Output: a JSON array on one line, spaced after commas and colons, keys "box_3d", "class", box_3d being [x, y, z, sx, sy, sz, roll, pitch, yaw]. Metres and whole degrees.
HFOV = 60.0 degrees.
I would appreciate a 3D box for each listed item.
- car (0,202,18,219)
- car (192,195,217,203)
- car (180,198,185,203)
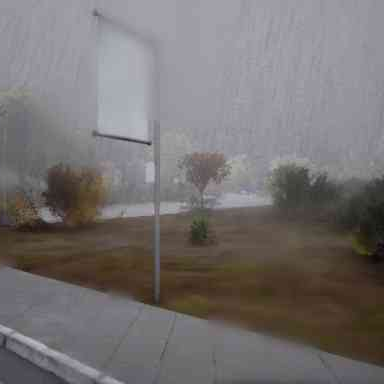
[{"box_3d": [-14.015, 1.420, 25.083, 1.837, 1.490, 4.892, 0, 0, 39], "class": "car"}, {"box_3d": [2.461, 1.282, 56.941, 1.812, 1.442, 4.674, 0, 1, 37], "class": "car"}, {"box_3d": [-0.332, 1.322, 59.051, 1.994, 1.385, 4.181, 0, 1, 37], "class": "car"}]
